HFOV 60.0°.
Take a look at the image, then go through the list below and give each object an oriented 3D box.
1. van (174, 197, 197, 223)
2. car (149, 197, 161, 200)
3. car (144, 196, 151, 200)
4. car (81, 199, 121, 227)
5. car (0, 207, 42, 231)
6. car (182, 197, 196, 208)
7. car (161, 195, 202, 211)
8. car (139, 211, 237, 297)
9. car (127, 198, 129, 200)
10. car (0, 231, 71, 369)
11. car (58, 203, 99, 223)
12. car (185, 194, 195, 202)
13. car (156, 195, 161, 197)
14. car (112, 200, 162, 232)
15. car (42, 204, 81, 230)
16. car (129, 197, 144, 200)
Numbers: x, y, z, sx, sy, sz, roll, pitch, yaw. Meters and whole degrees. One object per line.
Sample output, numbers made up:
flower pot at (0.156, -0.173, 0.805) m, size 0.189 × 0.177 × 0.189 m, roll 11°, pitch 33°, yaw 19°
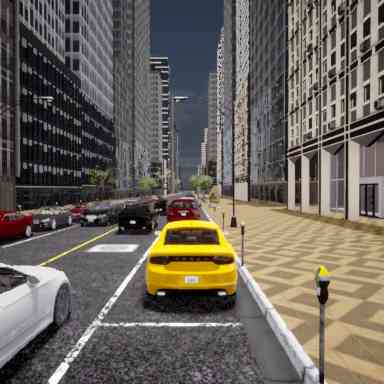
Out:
van at (-0.465, 1.336, 26.356) m, size 1.690 × 1.788 × 3.998 m, roll -1°, pitch 0°, yaw 0°
car at (-3.047, 1.519, 34.345) m, size 1.812 × 1.442 × 4.674 m, roll 0°, pitch 0°, yaw 0°
car at (-8.843, 1.570, 60.458) m, size 1.802 × 1.307 × 4.206 m, roll -1°, pitch 0°, yaw 0°
car at (-6.245, 1.487, 22.978) m, size 2.128 × 1.511 × 4.902 m, roll 0°, pitch 0°, yaw 0°
car at (-8.843, 1.542, 14.989) m, size 1.887 × 1.381 × 4.507 m, roll -1°, pitch 0°, yaw 0°
car at (-0.463, 1.541, 49.090) m, size 2.008 × 1.369 × 4.403 m, roll -1°, pitch 0°, yaw 0°
car at (-0.465, 1.311, 20.672) m, size 2.192 × 1.841 × 5.009 m, roll -1°, pitch 0°, yaw 0°
car at (-0.006, 1.476, 8.652) m, size 1.882 × 1.535 × 5.008 m, roll 0°, pitch 0°, yaw 0°
car at (-8.844, 1.544, 37.723) m, size 2.008 × 1.369 × 4.403 m, roll -1°, pitch 0°, yaw 0°
car at (-3.057, 1.525, 4.020) m, size 1.812 × 1.442 × 4.674 m, roll 0°, pitch 0°, yaw 0°
car at (-8.843, 1.577, 26.356) m, size 1.802 × 1.307 × 4.206 m, roll -1°, pitch 0°, yaw 0°
car at (-0.465, 1.298, 77.509) m, size 2.192 × 1.841 × 5.009 m, roll -1°, pitch 0°, yaw 0°
car at (-8.844, 1.509, 77.339) m, size 1.752 × 1.417 × 4.829 m, roll -1°, pitch 0°, yaw 0°
car at (-3.147, 1.474, 20.158) m, size 1.882 × 1.535 × 5.008 m, roll 0°, pitch 0°, yaw 0°
car at (-8.844, 1.547, 20.672) m, size 2.008 × 1.369 × 4.403 m, roll -1°, pitch 0°, yaw 0°
car at (-8.843, 1.541, 49.090) m, size 2.008 × 1.369 × 4.403 m, roll -1°, pitch 0°, yaw 0°
